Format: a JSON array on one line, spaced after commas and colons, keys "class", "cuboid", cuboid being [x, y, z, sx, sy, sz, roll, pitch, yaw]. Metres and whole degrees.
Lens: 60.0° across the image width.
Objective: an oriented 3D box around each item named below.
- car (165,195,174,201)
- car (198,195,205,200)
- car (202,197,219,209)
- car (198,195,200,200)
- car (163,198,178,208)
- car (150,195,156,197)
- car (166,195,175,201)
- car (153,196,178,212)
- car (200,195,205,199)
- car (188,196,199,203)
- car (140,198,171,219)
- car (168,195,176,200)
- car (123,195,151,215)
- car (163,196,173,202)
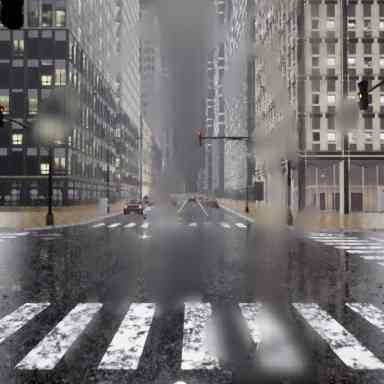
[{"class": "car", "cuboid": [-5.680, 1.578, 83.880, 1.887, 1.381, 4.507, 1, 0, 0]}, {"class": "car", "cuboid": [2.700, 1.584, 95.112, 1.887, 1.381, 4.507, 1, 0, 0]}, {"class": "car", "cuboid": [2.701, 1.599, 44.916, 1.802, 1.307, 4.206, 1, 0, 0]}, {"class": "car", "cuboid": [2.701, 1.590, 61.649, 1.947, 1.339, 4.313, 1, 0, 0]}, {"class": "car", "cuboid": [-3.095, 1.620, 49.134, 1.895, 1.301, 4.718, 0, 0, 0]}, {"class": "car", "cuboid": [-5.674, 1.332, 44.854, 2.192, 1.841, 5.009, 1, 0, 0]}, {"class": "car", "cuboid": [-5.680, 1.587, 89.455, 2.008, 1.369, 4.403, 1, 0, 0]}, {"class": "car", "cuboid": [-3.102, 1.562, 38.840, 2.033, 1.411, 5.357, 0, 0, 0]}, {"class": "car", "cuboid": [2.702, 1.547, 56.242, 1.752, 1.417, 4.829, 1, 0, 0]}, {"class": "car", "cuboid": [0.080, 1.574, 70.418, 2.033, 1.411, 5.357, 0, 0, 0]}, {"class": "car", "cuboid": [-3.106, 1.537, 29.176, 1.812, 1.442, 4.674, 0, 0, 0]}, {"class": "car", "cuboid": [-5.681, 1.605, 95.030, 1.947, 1.339, 4.313, 1, 0, 0]}, {"class": "car", "cuboid": [-5.676, 1.453, 33.704, 1.967, 1.590, 4.097, 1, 0, 0]}, {"class": "car", "cuboid": [-5.680, 1.582, 78.305, 2.008, 1.369, 4.403, 1, 0, 0]}]
